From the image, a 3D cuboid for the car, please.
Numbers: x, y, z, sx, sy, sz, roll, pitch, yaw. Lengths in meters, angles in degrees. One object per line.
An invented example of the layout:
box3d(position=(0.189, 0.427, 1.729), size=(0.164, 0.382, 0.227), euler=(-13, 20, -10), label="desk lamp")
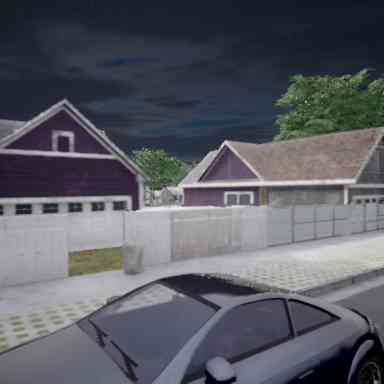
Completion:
box3d(position=(0.003, 1.563, 3.123), size=(4.181, 1.385, 1.994), euler=(0, 0, -36), label="car")
